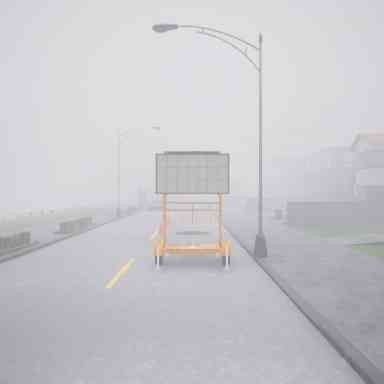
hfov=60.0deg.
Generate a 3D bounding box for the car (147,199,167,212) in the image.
[{"bbox_3d":[-3.941,1.547,38.241,2.033,1.411,5.357,0,0,0],"label":"car"}]

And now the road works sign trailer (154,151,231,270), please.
[{"bbox_3d":[0.016,0.464,10.994,2.380,3.560,2.880,0,0,0],"label":"road works sign trailer"}]
